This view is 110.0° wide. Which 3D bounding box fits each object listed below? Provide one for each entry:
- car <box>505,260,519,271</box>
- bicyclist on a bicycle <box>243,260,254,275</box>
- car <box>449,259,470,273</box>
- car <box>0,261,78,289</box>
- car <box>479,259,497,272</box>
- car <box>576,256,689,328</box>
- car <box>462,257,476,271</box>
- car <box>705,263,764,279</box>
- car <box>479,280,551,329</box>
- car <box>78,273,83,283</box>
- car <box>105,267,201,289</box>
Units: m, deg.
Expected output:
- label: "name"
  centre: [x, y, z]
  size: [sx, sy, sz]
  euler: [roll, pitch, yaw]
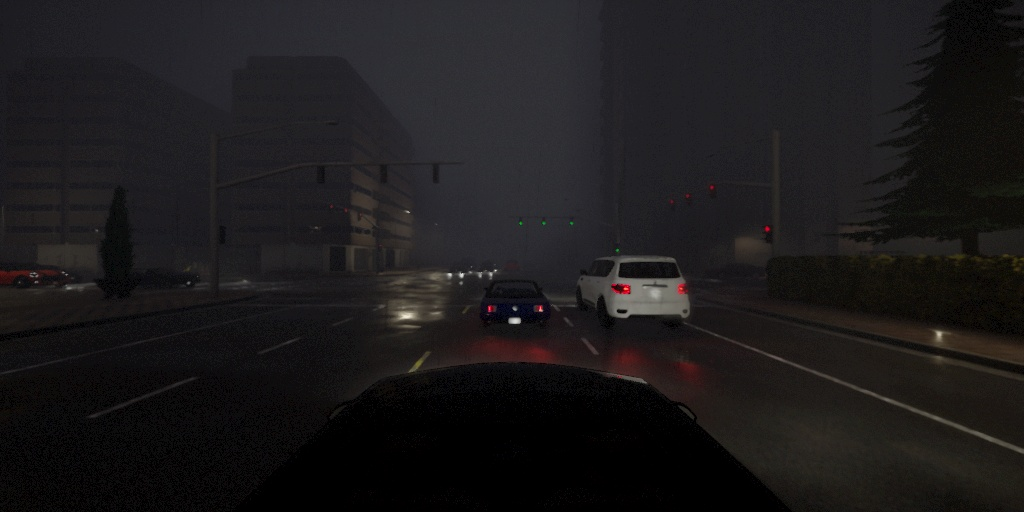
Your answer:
- label: "car"
  centre: [0.027, 1.352, 54.569]
  size: [2.097, 1.767, 4.553]
  euler: [0, 0, 1]
- label: "bicyclist on a bicycle"
  centre: [-28.644, 1.228, 39.002]
  size: [0.582, 1.620, 1.656]
  euler: [0, 0, 1]
- label: "car"
  centre: [-7.091, 1.494, 47.701]
  size: [1.812, 1.442, 4.674]
  euler: [0, 0, 0]
- label: "car"
  centre: [-32.209, 1.207, 23.555]
  size: [4.553, 1.767, 2.097]
  euler: [0, 0, 0]
- label: "car"
  centre: [-3.606, 1.491, 51.609]
  size: [1.837, 1.490, 4.892]
  euler: [0, 0, 0]
- label: "car"
  centre: [3.576, 1.018, 11.660]
  size: [2.150, 2.045, 5.566]
  euler: [0, 0, 0]
- label: "car"
  centre: [-7.089, 1.236, 57.399]
  size: [2.150, 2.045, 5.566]
  euler: [0, 0, 0]
- label: "car"
  centre: [20.868, 1.379, 33.733]
  size: [5.008, 1.535, 1.882]
  euler: [0, 0, 1]
- label: "car"
  centre: [0.032, 1.397, 11.476]
  size: [1.895, 1.301, 4.718]
  euler: [0, 0, -1]
- label: "car"
  centre: [-35.464, 1.397, 27.082]
  size: [4.674, 1.442, 1.812]
  euler: [0, 0, 1]
- label: "car"
  centre: [-23.322, 1.455, 23.466]
  size: [4.718, 1.301, 1.895]
  euler: [0, 0, 1]
